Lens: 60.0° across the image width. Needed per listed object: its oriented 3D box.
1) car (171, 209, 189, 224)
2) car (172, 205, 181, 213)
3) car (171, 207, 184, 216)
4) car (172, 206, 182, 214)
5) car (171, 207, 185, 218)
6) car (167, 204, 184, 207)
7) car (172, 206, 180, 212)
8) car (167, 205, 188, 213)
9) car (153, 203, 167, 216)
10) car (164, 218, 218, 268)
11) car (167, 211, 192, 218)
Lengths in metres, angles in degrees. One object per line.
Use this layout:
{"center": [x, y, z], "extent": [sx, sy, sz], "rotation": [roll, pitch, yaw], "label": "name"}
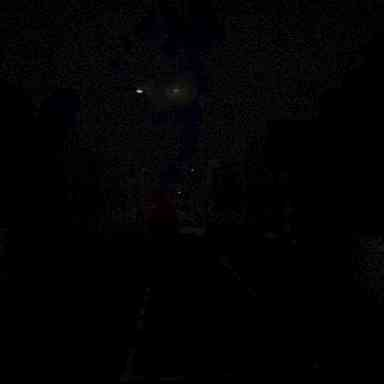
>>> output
{"center": [-1.328, 2.523, 34.975], "extent": [1.802, 1.307, 4.206], "rotation": [0, -2, -3], "label": "car"}
{"center": [-3.253, 3.498, 68.953], "extent": [1.887, 1.381, 4.507], "rotation": [0, -2, -3], "label": "car"}
{"center": [-2.290, 3.021, 51.964], "extent": [1.802, 1.307, 4.206], "rotation": [0, -2, -3], "label": "car"}
{"center": [-2.942, 3.312, 63.461], "extent": [1.752, 1.417, 4.829], "rotation": [0, -2, -3], "label": "car"}
{"center": [-1.979, 2.802, 46.472], "extent": [1.752, 1.417, 4.829], "rotation": [0, -2, -3], "label": "car"}
{"center": [-1.648, 2.420, 40.646], "extent": [2.192, 1.841, 5.009], "rotation": [0, -2, -3], "label": "car"}
{"center": [-3.574, 3.710, 74.615], "extent": [1.802, 1.307, 4.206], "rotation": [0, -2, -3], "label": "car"}
{"center": [-1.006, 2.219, 29.316], "extent": [1.967, 1.590, 4.097], "rotation": [0, -2, -3], "label": "car"}
{"center": [-4.822, 2.658, 51.629], "extent": [2.150, 2.045, 5.566], "rotation": [0, -2, -3], "label": "car"}
{"center": [-0.044, 1.854, 12.323], "extent": [2.008, 1.369, 4.403], "rotation": [0, -2, -3], "label": "car"}
{"center": [-0.374, 1.989, 18.157], "extent": [1.752, 1.417, 4.829], "rotation": [0, -2, -3], "label": "car"}
